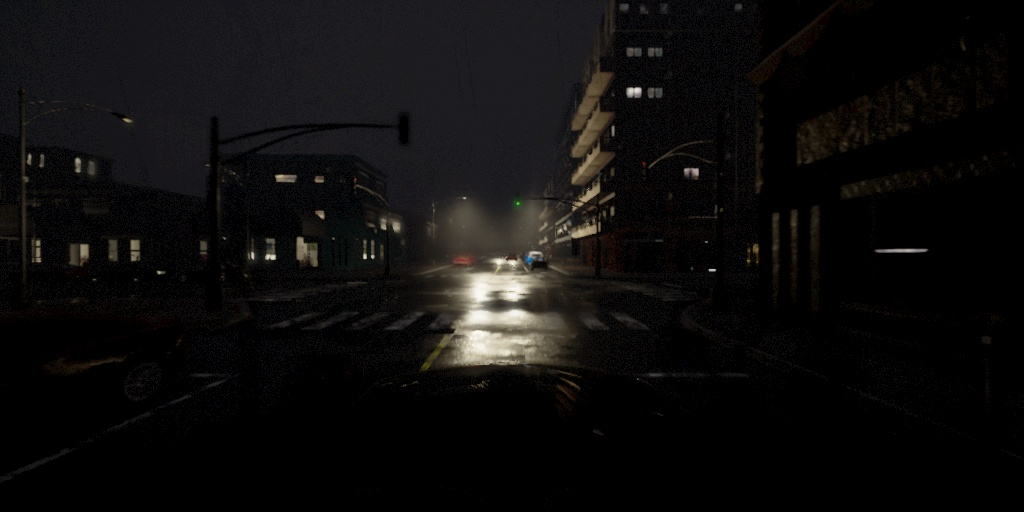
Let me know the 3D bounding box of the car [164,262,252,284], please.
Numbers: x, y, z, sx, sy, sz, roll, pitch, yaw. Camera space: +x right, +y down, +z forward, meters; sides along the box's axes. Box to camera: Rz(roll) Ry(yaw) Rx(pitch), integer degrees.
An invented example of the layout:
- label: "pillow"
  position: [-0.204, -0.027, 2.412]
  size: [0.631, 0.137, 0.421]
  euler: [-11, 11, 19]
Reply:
- label: "car"
  position: [-19.708, 1.090, 23.719]
  size: [4.403, 1.370, 2.007]
  euler: [0, 0, 1]

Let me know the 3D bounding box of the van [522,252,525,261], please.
- label: "van"
  position: [2.705, 0.236, 52.663]
  size: [1.690, 1.789, 3.998]
  euler: [0, 0, 0]

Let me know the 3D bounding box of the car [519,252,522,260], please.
- label: "car"
  position: [2.708, 0.226, 63.991]
  size: [1.751, 1.417, 4.829]
  euler: [0, 0, 0]

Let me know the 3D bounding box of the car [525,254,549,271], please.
- label: "car"
  position: [2.701, 0.732, 35.923]
  size: [2.007, 1.370, 4.403]
  euler: [0, 0, 0]

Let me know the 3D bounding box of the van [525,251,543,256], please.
- label: "van"
  position: [2.702, 0.427, 41.501]
  size: [1.690, 1.789, 3.998]
  euler: [0, 0, 0]

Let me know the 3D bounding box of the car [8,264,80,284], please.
- label: "car"
  position: [-30.669, 1.172, 23.873]
  size: [4.207, 1.307, 1.802]
  euler: [0, 0, 1]

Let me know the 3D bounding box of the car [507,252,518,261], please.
- label: "car"
  position: [0.017, 0.237, 65.392]
  size: [1.994, 1.385, 4.181]
  euler: [0, 1, 0]

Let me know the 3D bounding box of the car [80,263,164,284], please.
- label: "car"
  position: [-25.190, 1.131, 23.797]
  size: [4.313, 1.339, 1.948]
  euler: [0, 0, 1]

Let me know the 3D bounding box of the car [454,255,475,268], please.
- label: "car"
  position: [-5.679, 0.669, 41.468]
  size: [1.802, 1.307, 4.207]
  euler: [0, 0, 0]

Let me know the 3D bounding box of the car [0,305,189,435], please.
- label: "car"
  position: [-5.656, 1.268, 3.409]
  size: [1.888, 1.381, 4.507]
  euler: [0, 0, 0]
